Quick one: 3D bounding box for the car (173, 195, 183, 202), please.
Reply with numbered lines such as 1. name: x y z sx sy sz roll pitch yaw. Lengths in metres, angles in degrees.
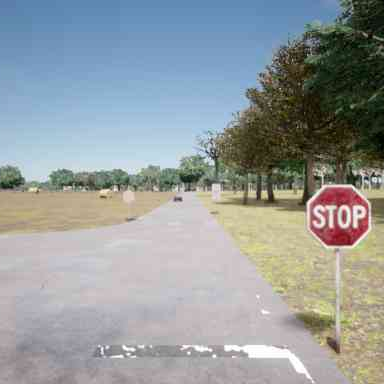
1. car: -2.732 1.271 65.295 1.895 1.301 4.718 0 1 0
